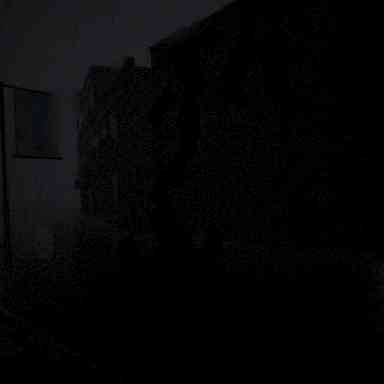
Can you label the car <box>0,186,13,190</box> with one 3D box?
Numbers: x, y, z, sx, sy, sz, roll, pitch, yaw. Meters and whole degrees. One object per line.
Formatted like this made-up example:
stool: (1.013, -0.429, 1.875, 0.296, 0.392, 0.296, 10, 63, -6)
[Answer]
car: (-46.761, -0.704, 80.763, 2.231, 1.521, 4.892, -4, -3, 6)
